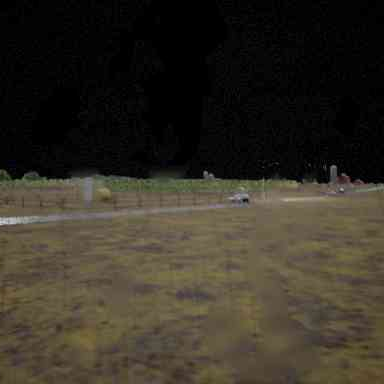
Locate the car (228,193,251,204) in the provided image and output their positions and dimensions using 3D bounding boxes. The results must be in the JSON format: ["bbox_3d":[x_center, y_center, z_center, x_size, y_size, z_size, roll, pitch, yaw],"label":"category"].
[{"bbox_3d":[7.774,0.990,54.329,2.097,1.767,4.553,-1,0,35],"label":"car"}]
